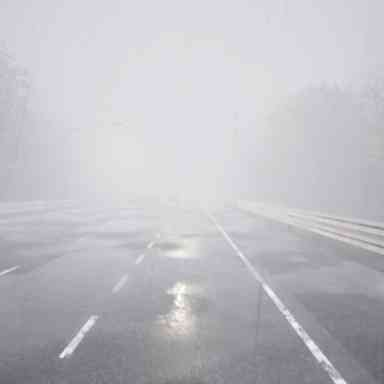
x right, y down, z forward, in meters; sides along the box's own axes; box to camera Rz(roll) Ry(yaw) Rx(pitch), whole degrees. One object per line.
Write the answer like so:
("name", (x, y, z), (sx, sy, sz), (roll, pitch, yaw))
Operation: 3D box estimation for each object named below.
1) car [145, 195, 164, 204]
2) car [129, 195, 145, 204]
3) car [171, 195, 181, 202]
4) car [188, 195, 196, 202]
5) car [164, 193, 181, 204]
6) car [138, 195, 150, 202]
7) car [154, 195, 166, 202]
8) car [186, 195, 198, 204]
("car", (-6.985, 1.603, 62.269), (2.033, 1.411, 5.357), (0, 0, 0))
("car", (-10.485, 1.656, 62.716), (1.895, 1.301, 4.718), (0, 0, 0))
("car", (-3.481, 1.452, 73.469), (1.837, 1.490, 4.892), (0, 0, 0))
("car", (0.018, 1.453, 73.501), (1.837, 1.490, 4.892), (0, 0, 0))
("car", (-3.485, 1.279, 62.298), (2.150, 2.045, 5.566), (0, 0, 0))
("car", (-10.481, 1.423, 73.242), (1.882, 1.535, 5.008), (0, 0, 0))
("car", (-6.982, 1.489, 73.375), (2.033, 1.411, 5.357), (0, 0, 0))
("car", (0.015, 1.406, 62.653), (2.097, 1.767, 4.553), (0, 0, 0))
